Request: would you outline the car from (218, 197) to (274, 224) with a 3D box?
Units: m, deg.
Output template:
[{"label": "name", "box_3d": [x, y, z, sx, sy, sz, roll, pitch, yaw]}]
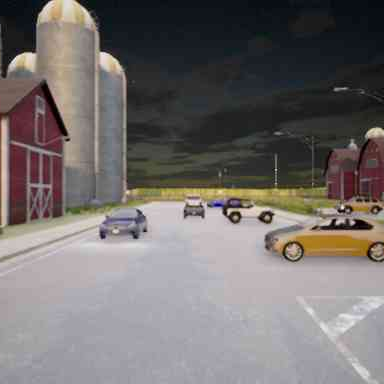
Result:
[{"label": "car", "box_3d": [4.187, 1.374, 25.074, 3.866, 1.878, 1.905, 0, 0, 1]}]

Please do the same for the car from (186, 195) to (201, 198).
[{"label": "car", "box_3d": [0.217, 1.317, 40.396, 2.150, 2.045, 5.566, 0, 0, 1]}]

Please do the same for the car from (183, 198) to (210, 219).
[{"label": "car", "box_3d": [0.198, 1.561, 29.751, 2.128, 1.511, 4.902, 0, 0, 1]}]

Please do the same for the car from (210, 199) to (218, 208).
[{"label": "car", "box_3d": [4.438, 1.597, 49.279, 4.611, 1.667, 2.242, 0, 0, 1]}]

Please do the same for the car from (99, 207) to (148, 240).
[{"label": "car", "box_3d": [-3.451, 1.564, 17.521, 1.812, 1.442, 4.674, 0, 0, 1]}]

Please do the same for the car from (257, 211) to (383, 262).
[{"label": "car", "box_3d": [4.615, 1.536, 11.586, 4.193, 1.474, 1.816, 0, 0, 1]}]

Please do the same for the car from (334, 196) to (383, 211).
[{"label": "car", "box_3d": [17.546, 1.405, 35.126, 4.605, 1.855, 1.932, 0, 0, 1]}]
